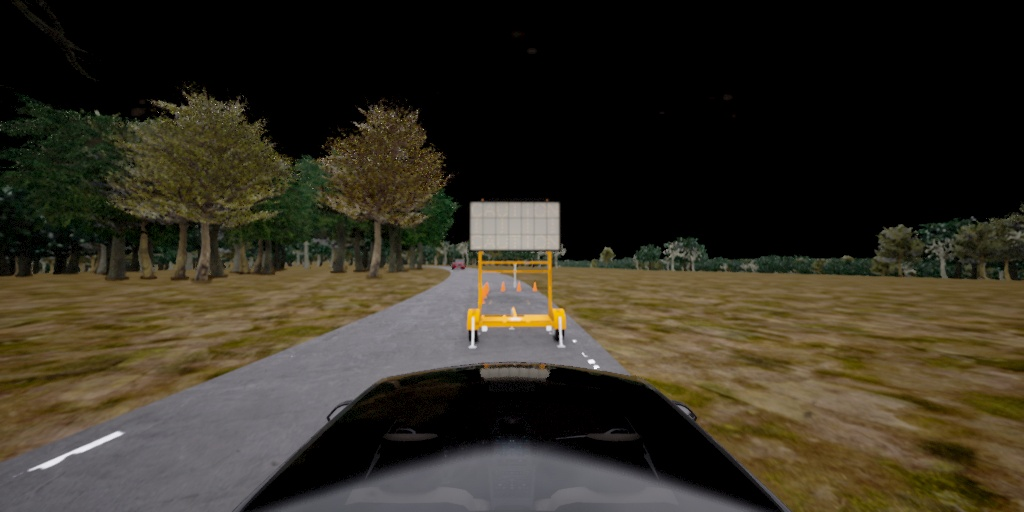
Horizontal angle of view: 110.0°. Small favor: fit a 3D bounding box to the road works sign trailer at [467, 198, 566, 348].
[{"bbox_3d":[0.077,0.288,9.464,2.380,3.560,2.880,0,0,-2],"label":"road works sign trailer"}]
